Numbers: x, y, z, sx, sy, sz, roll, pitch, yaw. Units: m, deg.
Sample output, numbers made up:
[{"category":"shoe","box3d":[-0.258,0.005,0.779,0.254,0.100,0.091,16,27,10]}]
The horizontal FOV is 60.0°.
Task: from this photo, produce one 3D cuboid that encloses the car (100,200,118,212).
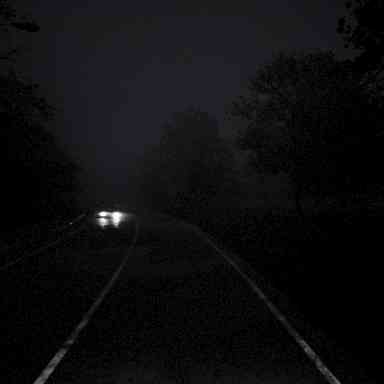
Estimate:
[{"category":"car","box3d":[-9.966,1.626,39.859,1.895,1.301,4.718,1,0,-18]}]
